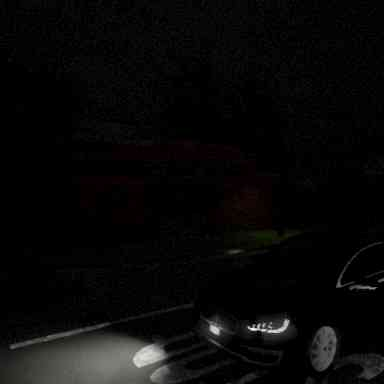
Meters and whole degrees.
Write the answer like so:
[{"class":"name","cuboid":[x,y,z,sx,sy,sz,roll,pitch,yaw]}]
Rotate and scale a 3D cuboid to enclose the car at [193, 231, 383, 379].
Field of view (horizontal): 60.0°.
[{"class":"car","cuboid":[2.288,1.479,5.545,4.892,1.490,1.837,0,0,-34]}]
